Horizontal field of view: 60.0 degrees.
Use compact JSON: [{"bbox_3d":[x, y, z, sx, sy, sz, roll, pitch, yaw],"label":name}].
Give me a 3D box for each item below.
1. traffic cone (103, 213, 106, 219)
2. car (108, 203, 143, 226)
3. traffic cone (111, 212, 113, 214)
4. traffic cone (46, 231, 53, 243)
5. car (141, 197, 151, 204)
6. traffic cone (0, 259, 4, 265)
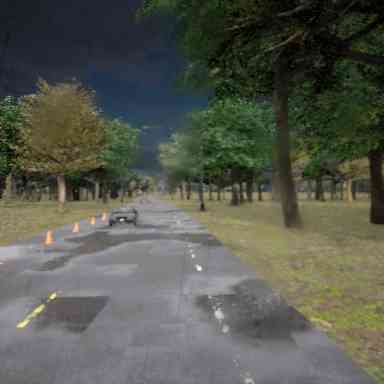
[{"bbox_3d":[-8.187,2.258,31.028,0.340,0.580,0.340,-1,0,-5],"label":"traffic cone"},{"bbox_3d":[-5.085,1.776,25.257,1.994,1.385,4.181,-1,0,-5],"label":"car"},{"bbox_3d":[-8.646,2.292,35.995,0.340,0.580,0.340,-1,0,-5],"label":"traffic cone"},{"bbox_3d":[-6.920,2.163,16.115,0.340,0.580,0.340,-1,0,-5],"label":"traffic cone"},{"bbox_3d":[-11.139,1.986,79.656,2.097,1.767,4.553,-1,0,-12],"label":"car"},{"bbox_3d":[-6.534,2.134,11.141,0.340,0.580,0.340,-1,0,-4],"label":"traffic cone"}]
